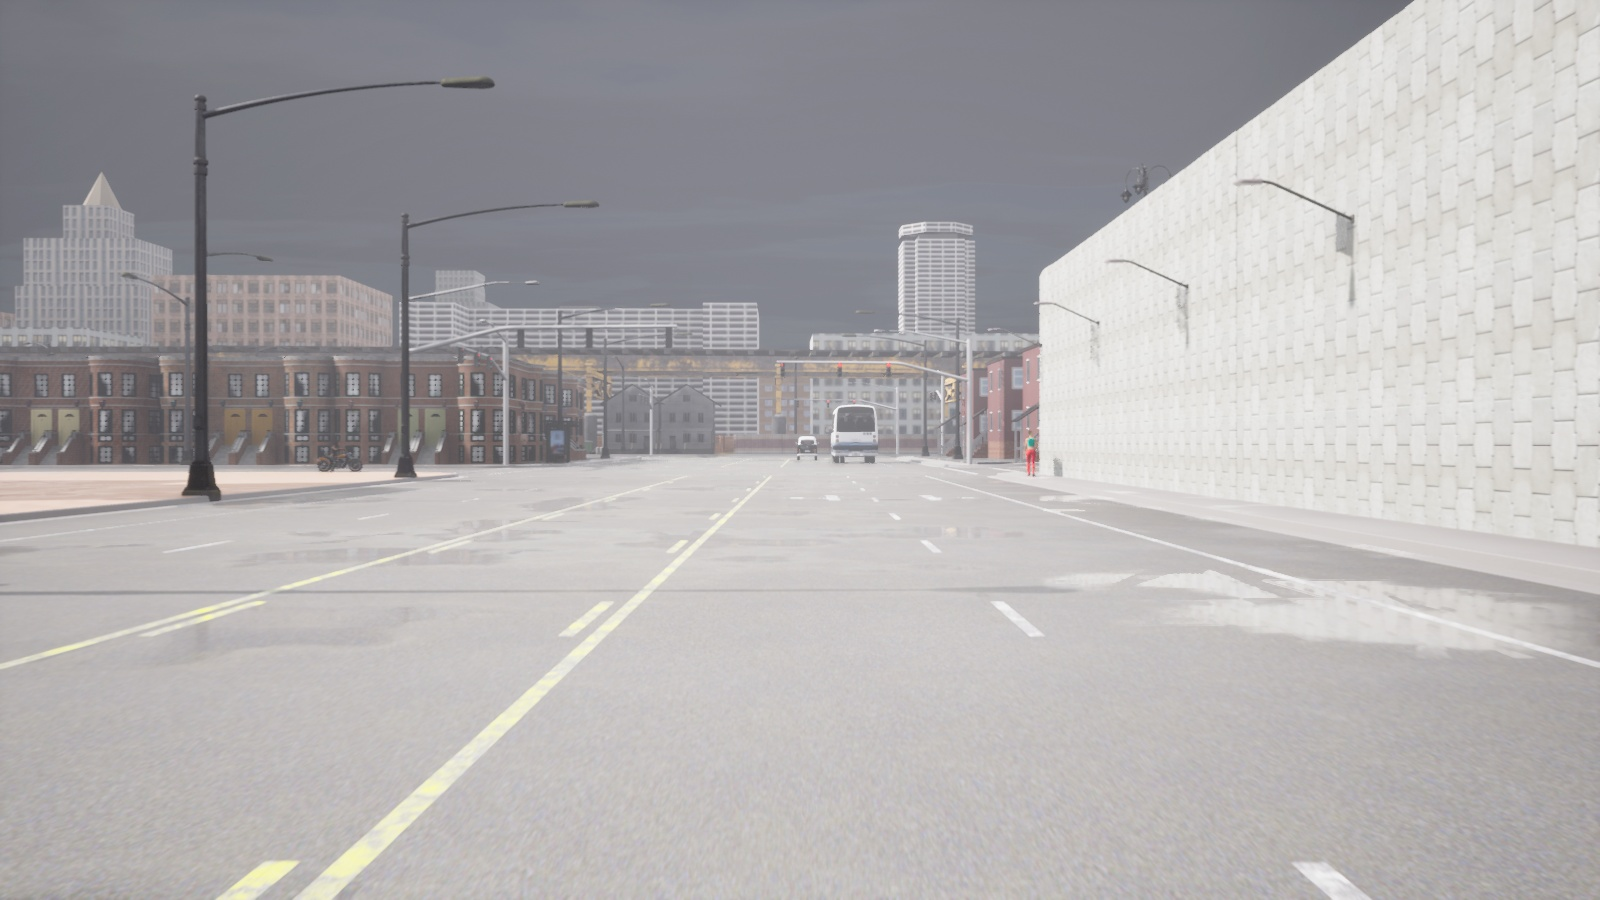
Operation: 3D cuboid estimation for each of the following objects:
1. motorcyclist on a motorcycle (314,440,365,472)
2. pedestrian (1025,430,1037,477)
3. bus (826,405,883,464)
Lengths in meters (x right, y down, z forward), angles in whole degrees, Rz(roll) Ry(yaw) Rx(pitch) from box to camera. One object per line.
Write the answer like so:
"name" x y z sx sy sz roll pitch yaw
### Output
"motorcyclist on a motorcycle" -23.790 0.312 64.858 2.350 1.649 0.766 0 0 0
"pedestrian" 9.087 0.131 49.377 0.345 1.836 0.594 0 0 1
"bus" 4.062 -1.167 95.942 3.944 4.253 10.273 0 0 0
